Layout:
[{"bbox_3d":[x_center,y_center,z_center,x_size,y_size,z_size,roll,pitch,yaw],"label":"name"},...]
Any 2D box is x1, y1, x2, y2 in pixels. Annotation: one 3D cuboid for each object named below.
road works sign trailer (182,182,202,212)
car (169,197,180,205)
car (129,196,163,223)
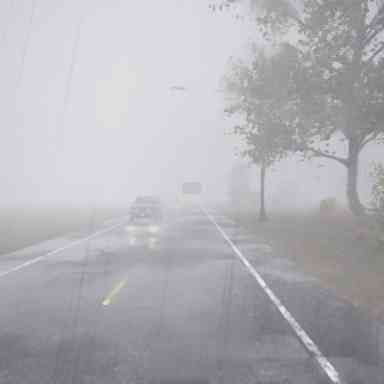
[{"bbox_3d":[0.001,0.603,40.959,2.380,3.560,2.880,0,0,0],"label":"road works sign trailer"},{"bbox_3d":[-3.505,1.733,66.566,1.837,1.490,4.892,0,0,0],"label":"car"},{"bbox_3d":[-3.598,1.310,26.780,2.150,2.045,5.566,0,0,0],"label":"car"}]
